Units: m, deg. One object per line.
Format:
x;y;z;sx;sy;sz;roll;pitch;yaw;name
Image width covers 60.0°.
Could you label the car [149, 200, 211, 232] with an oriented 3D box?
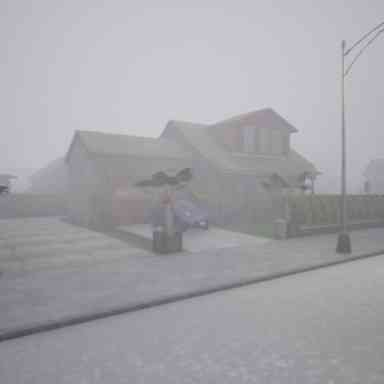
-0.614;1.159;17.019;1.845;1.501;3.633;0;0;-38;car
